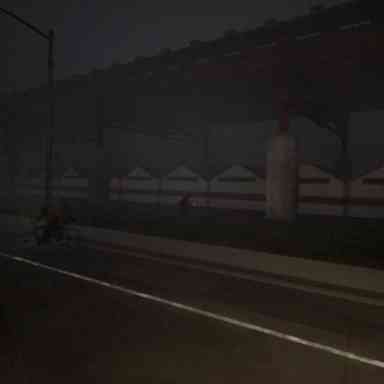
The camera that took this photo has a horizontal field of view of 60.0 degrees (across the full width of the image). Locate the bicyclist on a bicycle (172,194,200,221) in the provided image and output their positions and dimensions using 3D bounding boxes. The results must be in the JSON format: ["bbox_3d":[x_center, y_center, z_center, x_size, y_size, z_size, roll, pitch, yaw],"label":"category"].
[{"bbox_3d":[-0.342,0.913,19.336,1.656,1.620,0.582,1,1,-10],"label":"bicyclist on a bicycle"}]

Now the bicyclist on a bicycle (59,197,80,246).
[{"bbox_3d":[-4.388,0.972,11.153,1.656,1.620,0.582,27,-30,-37],"label":"bicyclist on a bicycle"}]

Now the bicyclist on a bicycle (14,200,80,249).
[{"bbox_3d":[-4.508,1.150,10.263,1.656,1.620,0.582,3,36,-37],"label":"bicyclist on a bicycle"}]
